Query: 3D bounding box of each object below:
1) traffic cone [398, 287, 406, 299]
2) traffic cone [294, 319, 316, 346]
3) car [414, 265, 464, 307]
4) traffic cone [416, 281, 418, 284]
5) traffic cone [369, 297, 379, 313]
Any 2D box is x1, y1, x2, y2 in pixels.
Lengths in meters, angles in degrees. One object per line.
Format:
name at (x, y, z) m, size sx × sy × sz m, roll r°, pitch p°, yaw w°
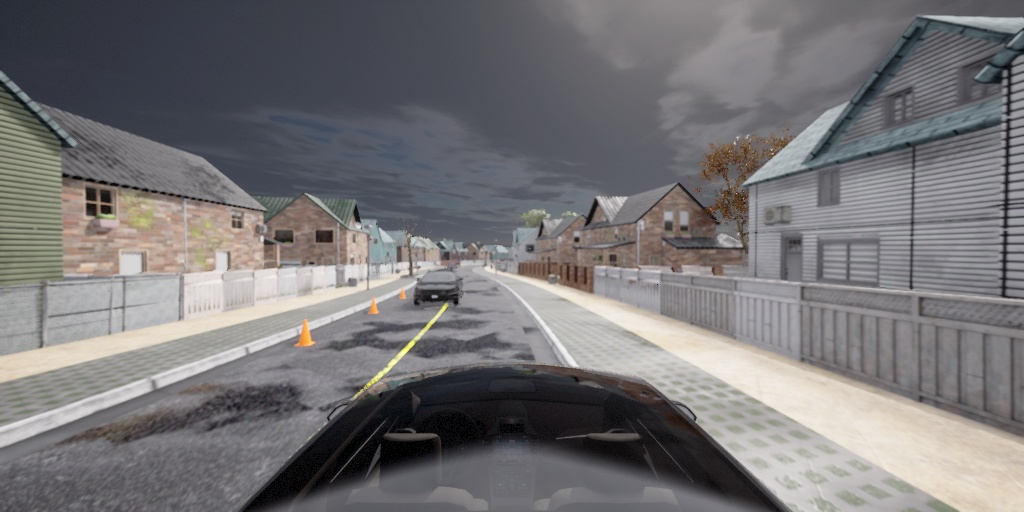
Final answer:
traffic cone at (-5.562, 1.861, 18.218) m, size 0.340 × 0.580 × 0.340 m, roll 0°, pitch 0°, yaw -6°
traffic cone at (-4.823, 1.769, 8.364) m, size 0.340 × 0.580 × 0.340 m, roll 0°, pitch 0°, yaw -3°
car at (-3.287, 1.363, 16.686) m, size 1.882 × 1.535 × 5.008 m, roll 0°, pitch -1°, yaw -5°
traffic cone at (-6.113, 1.908, 23.127) m, size 0.340 × 0.580 × 0.340 m, roll 0°, pitch 0°, yaw -7°
traffic cone at (-5.132, 1.815, 13.295) m, size 0.340 × 0.580 × 0.340 m, roll 0°, pitch 0°, yaw -4°
